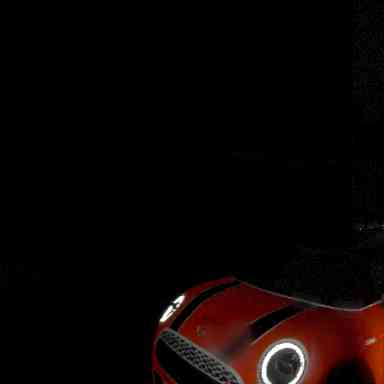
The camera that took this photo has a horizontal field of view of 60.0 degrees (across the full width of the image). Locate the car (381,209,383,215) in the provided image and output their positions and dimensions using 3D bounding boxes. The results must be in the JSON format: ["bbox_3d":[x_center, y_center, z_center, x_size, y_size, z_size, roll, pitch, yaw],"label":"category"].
[{"bbox_3d":[14.919,1.602,22.955,1.895,1.301,4.718,2,-1,-36],"label":"car"}]

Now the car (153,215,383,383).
[{"bbox_3d":[1.766,1.351,4.315,4.553,1.767,2.097,0,0,-36],"label":"car"}]
